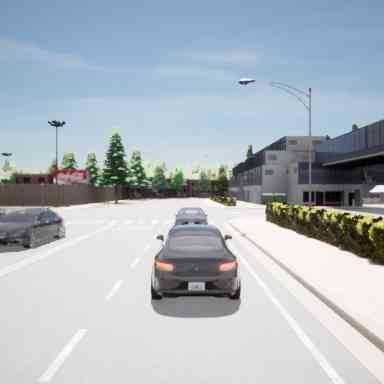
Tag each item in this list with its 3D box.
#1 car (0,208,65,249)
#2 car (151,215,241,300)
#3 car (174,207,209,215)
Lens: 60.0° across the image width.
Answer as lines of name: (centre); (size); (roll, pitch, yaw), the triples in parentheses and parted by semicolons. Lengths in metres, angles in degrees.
car: (-7.154, 1.506, 14.532); (1.837, 1.490, 4.892); (0, -1, 0)
car: (0.063, 1.525, 8.262); (1.812, 1.442, 4.674); (0, 0, -1)
car: (-0.043, 1.545, 18.333); (2.033, 1.411, 5.357); (0, 0, 0)
